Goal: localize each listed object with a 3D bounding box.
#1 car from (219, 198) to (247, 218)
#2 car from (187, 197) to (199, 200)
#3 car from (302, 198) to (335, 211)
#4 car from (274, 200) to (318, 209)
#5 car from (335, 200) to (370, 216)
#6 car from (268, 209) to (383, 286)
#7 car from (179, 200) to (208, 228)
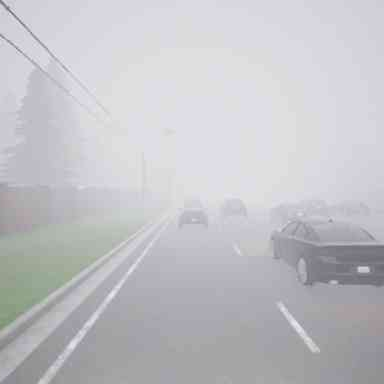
[{"bbox_3d":[3.599,1.342,29.827,2.097,1.767,4.553,0,0,0],"label":"car"},{"bbox_3d":[0.101,1.338,40.946,2.097,1.767,4.553,0,0,0],"label":"car"},{"bbox_3d":[10.601,1.342,29.825,2.097,1.767,4.553,0,0,0],"label":"car"},{"bbox_3d":[7.101,1.539,24.545,2.033,1.411,5.357,0,0,0],"label":"car"},{"bbox_3d":[14.101,1.481,30.068,2.128,1.511,4.902,0,0,0],"label":"car"},{"bbox_3d":[3.600,1.474,9.451,1.882,1.535,5.008,0,0,0],"label":"car"},{"bbox_3d":[0.101,1.518,22.268,1.812,1.442,4.674,0,0,0],"label":"car"}]
